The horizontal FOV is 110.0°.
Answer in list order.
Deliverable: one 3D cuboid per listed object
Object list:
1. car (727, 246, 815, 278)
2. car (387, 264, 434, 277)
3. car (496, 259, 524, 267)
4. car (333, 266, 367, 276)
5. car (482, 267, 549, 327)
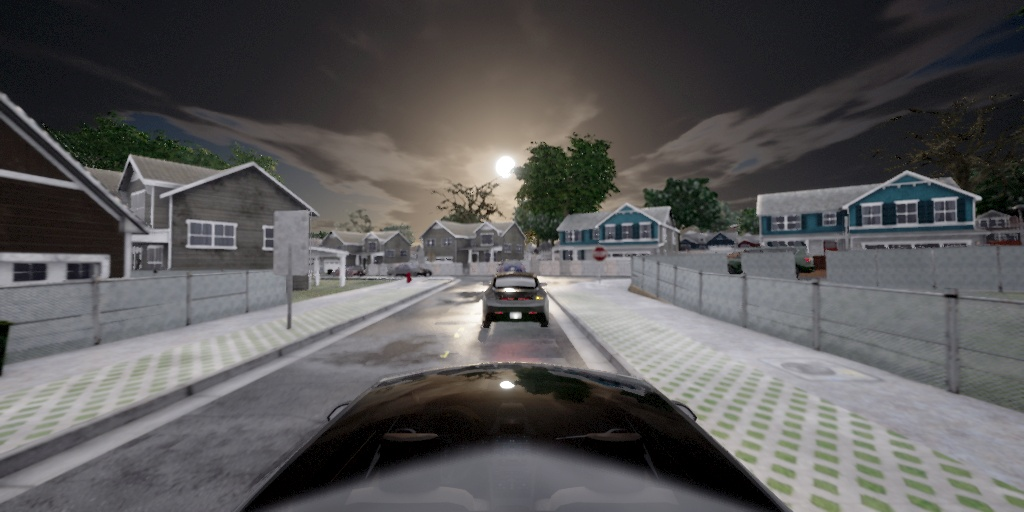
[{"bbox_3d":[15.920,0.484,23.138,5.566,2.045,2.150,-2,-2,36],"label":"car"},{"bbox_3d":[-10.724,1.553,37.535,5.357,1.411,2.033,-2,-2,32],"label":"car"},{"bbox_3d":[-0.199,1.028,30.320,2.097,1.767,4.553,-2,0,-6],"label":"car"},{"bbox_3d":[-19.352,1.843,42.740,4.181,1.385,1.994,-2,-2,30],"label":"car"},{"bbox_3d":[0.100,1.258,11.504,1.837,1.490,4.892,0,0,0],"label":"car"}]
